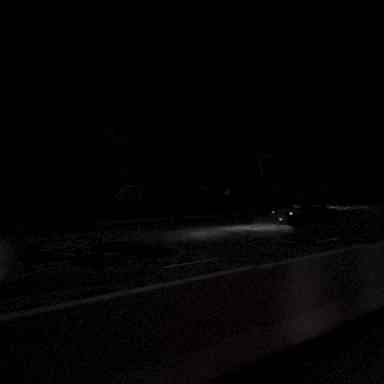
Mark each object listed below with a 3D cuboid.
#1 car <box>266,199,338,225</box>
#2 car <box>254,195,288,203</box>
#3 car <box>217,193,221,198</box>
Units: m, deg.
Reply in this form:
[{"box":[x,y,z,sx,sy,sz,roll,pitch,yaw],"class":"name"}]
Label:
[{"box":[7.357,1.354,21.797,4.718,1.301,1.895,-1,1,-33],"class":"car"},{"box":[10.076,1.138,42.767,1.895,1.301,4.718,-1,1,-35],"class":"car"},{"box":[5.427,0.875,70.310,1.994,1.385,4.181,-1,1,-6],"class":"car"}]
